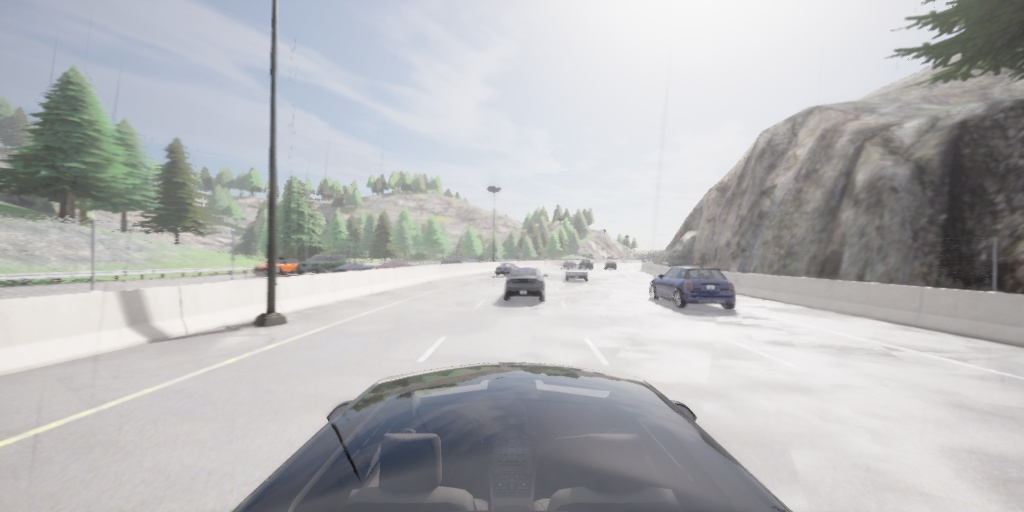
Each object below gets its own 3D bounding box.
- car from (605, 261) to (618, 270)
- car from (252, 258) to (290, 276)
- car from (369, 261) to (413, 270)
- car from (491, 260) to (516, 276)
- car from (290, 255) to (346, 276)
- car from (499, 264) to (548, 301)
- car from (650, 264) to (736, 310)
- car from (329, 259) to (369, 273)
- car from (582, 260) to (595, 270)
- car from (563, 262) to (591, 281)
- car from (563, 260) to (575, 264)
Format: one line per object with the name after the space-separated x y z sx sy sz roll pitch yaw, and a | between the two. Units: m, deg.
17.356 1.581 62.623 1.837 1.490 4.892 0 -1 20 | car
-22.112 0.953 34.128 2.097 1.767 4.553 1 0 9 | car
-11.387 1.191 34.855 1.882 1.535 5.008 1 0 9 | car
-0.374 1.381 37.554 2.033 1.411 5.357 1 0 12 | car
-18.415 0.866 35.208 2.150 2.045 5.566 1 -1 9 | car
0.699 1.301 17.620 1.837 1.490 4.892 0 0 5 | car
7.652 1.215 15.659 2.097 1.767 4.553 1 0 4 | car
-15.011 1.239 34.313 1.994 1.385 4.181 1 0 9 | car
12.254 1.365 58.418 2.097 1.767 4.553 1 0 18 | car
5.796 1.485 32.191 1.895 1.301 4.718 1 0 10 | car
10.359 1.498 63.795 2.128 1.511 4.902 0 0 19 | car
